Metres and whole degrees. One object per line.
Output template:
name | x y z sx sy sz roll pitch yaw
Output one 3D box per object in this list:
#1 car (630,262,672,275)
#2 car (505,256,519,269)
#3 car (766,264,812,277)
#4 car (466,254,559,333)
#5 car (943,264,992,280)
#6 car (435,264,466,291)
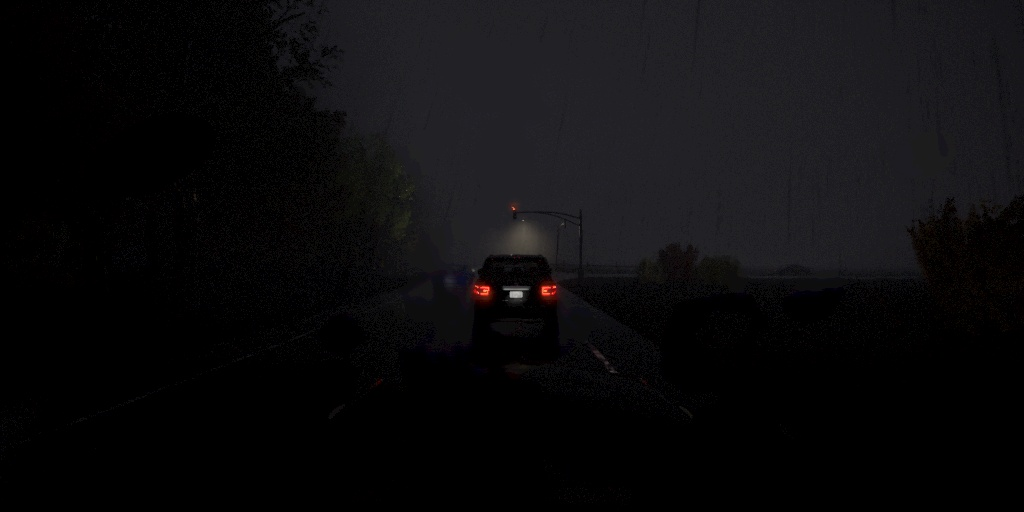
car | 16.524 1.482 42.291 4.902 1.511 2.128 1 -1 2
car | -0.007 0.979 57.083 2.150 2.045 5.566 0 0 0
car | 32.542 1.691 42.147 4.674 1.442 1.812 0 -1 0
car | 0.101 0.974 10.882 2.150 2.045 5.566 0 0 0
car | 48.515 1.826 38.478 5.357 1.411 2.033 1 -1 0
car | -3.399 1.233 22.049 1.882 1.535 5.008 0 0 0
